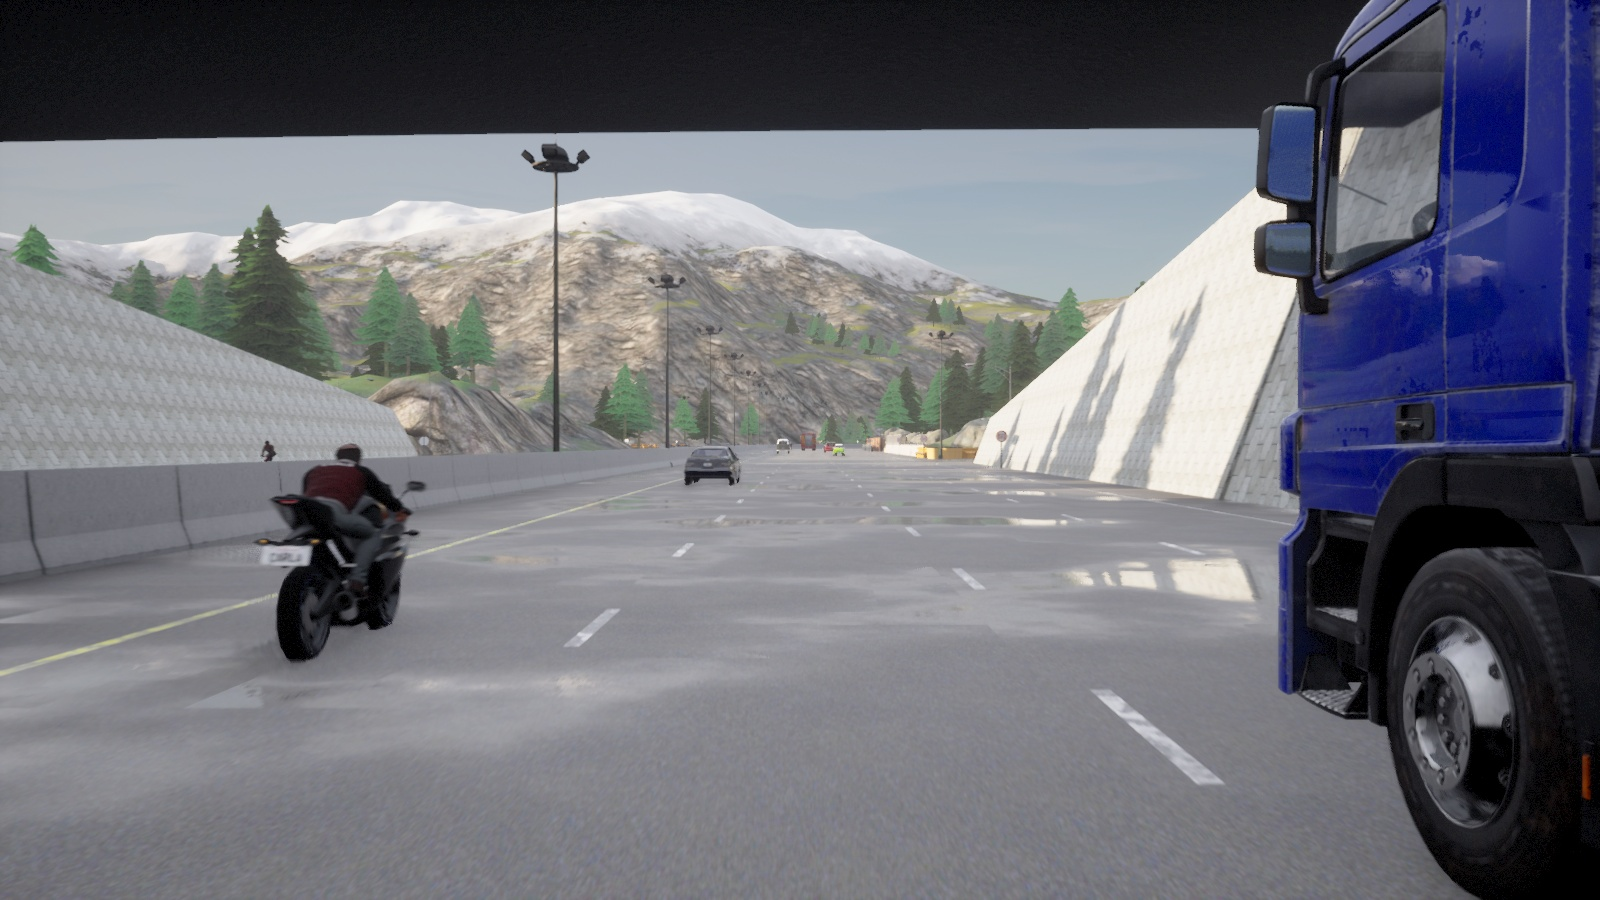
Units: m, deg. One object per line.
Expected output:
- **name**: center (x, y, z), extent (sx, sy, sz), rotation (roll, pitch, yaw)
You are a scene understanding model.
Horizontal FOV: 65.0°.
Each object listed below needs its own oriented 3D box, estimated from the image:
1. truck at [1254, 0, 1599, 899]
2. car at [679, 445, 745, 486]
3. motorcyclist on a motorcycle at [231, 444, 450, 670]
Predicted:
- **truck**: center (3.527, -0.243, 1.826), extent (2.891, 3.462, 7.936), rotation (0, 0, 0)
- **car**: center (-3.184, 0.530, 46.286), extent (2.033, 1.411, 5.357), rotation (0, 0, 0)
- **motorcyclist on a motorcycle**: center (-3.430, 0.724, 9.627), extent (0.866, 1.530, 2.191), rotation (0, 0, 0)
